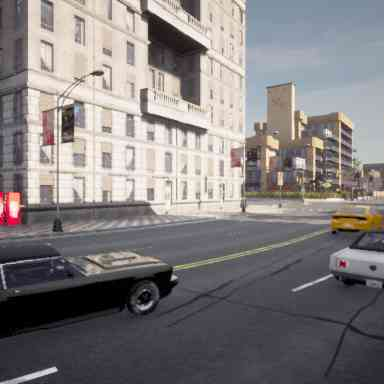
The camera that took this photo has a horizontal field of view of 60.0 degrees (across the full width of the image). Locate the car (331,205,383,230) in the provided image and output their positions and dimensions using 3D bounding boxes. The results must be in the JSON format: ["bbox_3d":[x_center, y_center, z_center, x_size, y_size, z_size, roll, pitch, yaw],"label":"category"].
[{"bbox_3d":[9.220,1.469,18.418,1.882,1.535,5.008,0,0,38],"label":"car"}]

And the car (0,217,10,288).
[{"bbox_3d":[-6.922,1.483,7.323,4.902,1.511,2.128,0,0,-35],"label":"car"}]

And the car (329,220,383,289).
[{"bbox_3d":[5.324,1.597,8.390,4.718,1.301,1.895,0,0,-45],"label":"car"}]

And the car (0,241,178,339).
[{"bbox_3d":[-2.608,1.595,5.780,4.718,1.301,1.895,0,0,-37],"label":"car"}]
